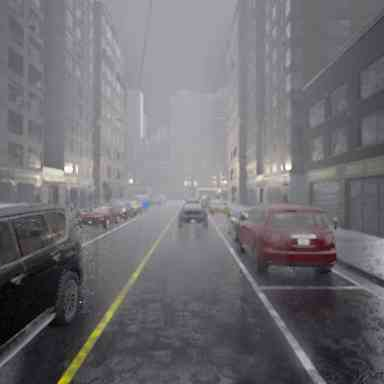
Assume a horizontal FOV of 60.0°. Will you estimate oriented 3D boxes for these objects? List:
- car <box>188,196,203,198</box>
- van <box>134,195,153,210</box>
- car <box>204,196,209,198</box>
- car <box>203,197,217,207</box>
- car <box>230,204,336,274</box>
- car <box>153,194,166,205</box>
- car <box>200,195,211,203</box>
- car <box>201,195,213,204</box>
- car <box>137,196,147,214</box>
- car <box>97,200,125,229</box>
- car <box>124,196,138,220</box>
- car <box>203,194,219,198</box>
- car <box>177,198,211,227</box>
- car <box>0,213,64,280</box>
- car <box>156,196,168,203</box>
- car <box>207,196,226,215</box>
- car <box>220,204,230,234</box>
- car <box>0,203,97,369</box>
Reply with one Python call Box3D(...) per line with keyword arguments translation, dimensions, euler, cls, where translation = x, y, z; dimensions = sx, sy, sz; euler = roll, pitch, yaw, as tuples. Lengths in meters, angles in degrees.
Box3D(translation=(0.078, 1.401, 43.087), dimensions=(1.837, 1.490, 4.892), euler=(0, 0, 0), cls="car")
Box3D(translation=(-5.863, 1.243, 37.777), dimensions=(1.690, 1.788, 3.998), euler=(1, 0, 0), cls="van")
Box3D(translation=(2.659, 1.452, 37.778), dimensions=(2.008, 1.369, 4.403), euler=(1, 0, 0), cls="car")
Box3D(translation=(2.655, 1.419, 48.913), dimensions=(1.752, 1.417, 4.829), euler=(1, 0, 0), cls="car")
Box3D(translation=(2.675, 1.278, 10.365), dimensions=(2.192, 1.841, 5.009), euler=(1, 0, 0), cls="car")
Box3D(translation=(-5.873, 1.459, 54.224), dimensions=(1.947, 1.339, 4.313), euler=(1, 0, 0), cls="car")
Box3D(translation=(2.649, 1.331, 65.191), dimensions=(1.967, 1.590, 4.097), euler=(1, 0, 0), cls="car")
Box3D(translation=(2.651, 1.332, 59.708), dimensions=(1.967, 1.590, 4.097), euler=(1, 0, 0), cls="car")
Box3D(translation=(-5.862, 1.435, 32.125), dimensions=(1.752, 1.417, 4.829), euler=(1, 0, 0), cls="car")
Box3D(translation=(-5.857, 1.476, 21.331), dimensions=(1.887, 1.381, 4.507), euler=(1, 0, 0), cls="car")
Box3D(translation=(-5.859, 1.360, 26.814), dimensions=(1.967, 1.590, 4.097), euler=(1, 0, 0), cls="car")
Box3D(translation=(2.660, 1.212, 43.260), dimensions=(2.192, 1.841, 5.009), euler=(1, 0, 0), cls="car")
Box3D(translation=(0.078, 1.437, 22.007), dimensions=(1.837, 1.490, 4.892), euler=(0, 1, 0), cls="car")
Box3D(translation=(-5.852, 1.515, 10.368), dimensions=(2.008, 1.369, 4.403), euler=(1, 0, 0), cls="car")
Box3D(translation=(-5.877, 1.436, 65.189), dimensions=(1.887, 1.381, 4.507), euler=(1, 0, 0), cls="car")
Box3D(translation=(2.663, 1.434, 32.464), dimensions=(1.752, 1.417, 4.829), euler=(1, 0, 0), cls="car")
Box3D(translation=(2.670, 1.498, 15.848), dimensions=(2.008, 1.369, 4.403), euler=(1, 0, 0), cls="car")
Box3D(translation=(-3.074, 1.208, 4.007), dimensions=(2.150, 2.045, 5.566), euler=(0, 0, 0), cls="car")
